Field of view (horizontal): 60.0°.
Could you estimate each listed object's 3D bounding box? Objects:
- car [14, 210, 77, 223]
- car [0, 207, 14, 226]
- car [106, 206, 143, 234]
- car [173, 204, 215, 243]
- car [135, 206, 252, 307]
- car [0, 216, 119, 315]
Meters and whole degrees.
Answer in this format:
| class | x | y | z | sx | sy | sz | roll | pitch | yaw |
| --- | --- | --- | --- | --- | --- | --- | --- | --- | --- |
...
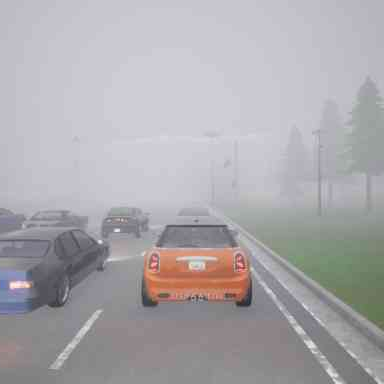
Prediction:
| class | x | y | z | sx | sy | sz | roll | pitch | yaw |
| --- | --- | --- | --- | --- | --- | --- | --- | --- | --- |
| car | -6.918 | 1.601 | 17.226 | 1.895 | 1.301 | 4.718 | 0 | 0 | 0 |
| car | -10.419 | 1.478 | 17.160 | 1.882 | 1.535 | 5.008 | 0 | 0 | 0 |
| car | -3.420 | 1.505 | 17.615 | 1.837 | 1.490 | 4.892 | 0 | 0 | 0 |
| car | 0.082 | 1.478 | 17.172 | 1.882 | 1.535 | 5.008 | 0 | 0 | 0 |
| car | 0.092 | 1.352 | 8.145 | 2.097 | 1.767 | 4.553 | 0 | 0 | 0 |
| car | -3.407 | 1.547 | 7.870 | 2.033 | 1.411 | 5.357 | 0 | 0 | 0 |
